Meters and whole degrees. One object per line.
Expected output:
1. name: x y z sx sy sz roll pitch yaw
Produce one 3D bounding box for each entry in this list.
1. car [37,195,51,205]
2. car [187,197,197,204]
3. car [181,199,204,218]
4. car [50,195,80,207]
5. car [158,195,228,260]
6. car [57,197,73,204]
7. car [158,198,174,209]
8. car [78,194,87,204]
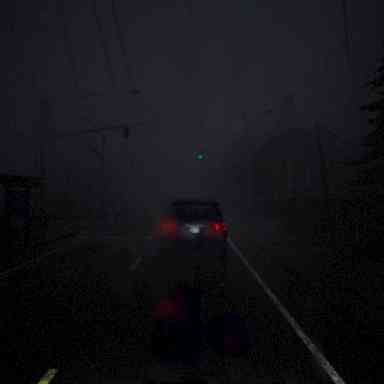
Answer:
1. car: -25.960 1.405 59.752 1.932 1.855 4.605 0 0 0
2. car: -0.077 1.741 66.646 1.895 1.301 4.718 0 0 0
3. car: 0.056 1.572 32.819 2.128 1.511 4.902 0 1 0
4. car: -18.980 1.586 49.768 2.007 1.523 4.514 0 0 0
5. car: 0.047 1.246 12.640 2.150 2.045 5.566 0 0 -1
6. car: -26.031 1.685 68.231 1.970 1.475 3.806 0 0 0
7. car: -3.637 1.656 47.682 1.994 1.385 4.181 0 0 0
8. car: -22.704 1.400 67.633 1.905 1.878 3.866 0 0 0
